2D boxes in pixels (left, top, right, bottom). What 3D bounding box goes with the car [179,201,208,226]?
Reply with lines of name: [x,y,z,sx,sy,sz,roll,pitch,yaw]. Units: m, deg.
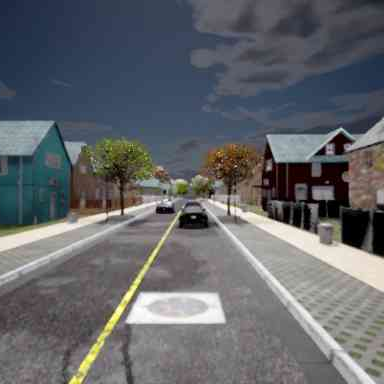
car: [0.102,1.581,23.319,1.994,1.385,4.181,0,0,0]

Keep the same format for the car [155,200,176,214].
car: [-2.837,1.609,36.236,1.994,1.385,4.181,0,0,0]

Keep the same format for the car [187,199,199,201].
car: [0.105,1.559,39.203,1.837,1.490,4.892,0,0,0]
